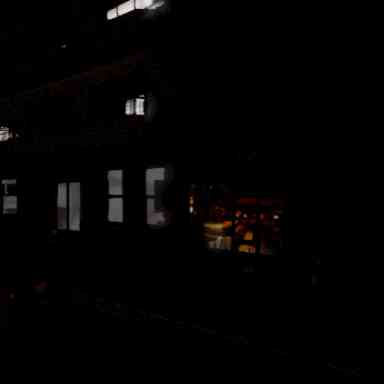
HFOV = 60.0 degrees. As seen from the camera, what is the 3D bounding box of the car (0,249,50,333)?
[{"bbox_3d":[-4.164,1.582,5.843,4.206,1.307,1.802,0,0,35],"label":"car"}]
